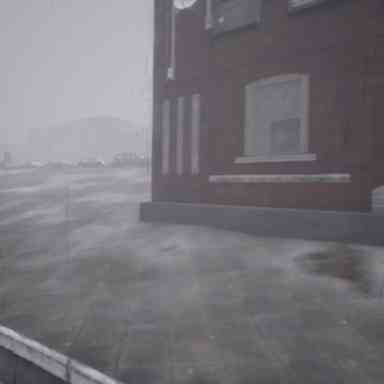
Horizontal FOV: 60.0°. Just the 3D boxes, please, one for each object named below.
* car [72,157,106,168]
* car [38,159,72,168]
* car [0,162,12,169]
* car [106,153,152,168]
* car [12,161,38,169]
[{"bbox_3d":[-11.496,-3.366,39.718,4.553,1.767,2.185,1,1,26],"label":"car"},{"bbox_3d":[-16.577,-3.362,42.161,4.892,1.521,2.231,1,1,27],"label":"car"},{"bbox_3d":[-26.272,-3.535,47.228,4.792,1.488,2.163,1,1,29],"label":"car"},{"bbox_3d":[-6.396,-3.347,37.379,5.566,2.045,2.435,2,1,25],"label":"car"},{"bbox_3d":[-21.409,-3.424,44.620,4.674,1.452,2.002,1,1,28],"label":"car"}]
